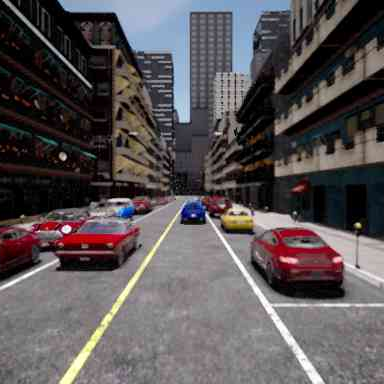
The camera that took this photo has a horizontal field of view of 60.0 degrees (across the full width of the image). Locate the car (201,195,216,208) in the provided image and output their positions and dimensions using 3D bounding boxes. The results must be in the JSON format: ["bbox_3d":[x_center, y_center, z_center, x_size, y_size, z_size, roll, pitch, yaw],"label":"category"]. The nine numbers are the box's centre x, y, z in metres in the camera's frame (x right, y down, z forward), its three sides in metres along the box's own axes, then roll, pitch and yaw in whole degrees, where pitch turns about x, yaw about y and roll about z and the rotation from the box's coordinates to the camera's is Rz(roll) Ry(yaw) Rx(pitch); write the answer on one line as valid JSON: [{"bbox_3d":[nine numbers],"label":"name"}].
[{"bbox_3d":[2.679,1.503,53.993,2.192,1.841,5.009,-1,0,0],"label":"car"}]

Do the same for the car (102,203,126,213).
[{"bbox_3d":[-5.667,1.621,20.408,2.008,1.369,4.403,-1,0,0],"label":"car"}]

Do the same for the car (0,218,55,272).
[{"bbox_3d":[-5.667,1.614,9.205,1.802,1.307,4.206,-1,0,0],"label":"car"}]

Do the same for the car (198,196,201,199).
[{"bbox_3d":[0.102,1.649,45.223,2.128,1.511,4.902,0,0,0],"label":"car"}]

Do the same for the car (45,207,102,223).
[{"bbox_3d":[-5.668,1.491,14.807,1.967,1.590,4.097,-1,0,0],"label":"car"}]

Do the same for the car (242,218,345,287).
[{"bbox_3d":[2.681,1.614,9.175,1.802,1.307,4.206,-1,0,0],"label":"car"}]

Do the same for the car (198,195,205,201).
[{"bbox_3d":[2.681,1.767,93.206,1.967,1.590,4.097,-1,0,0],"label":"car"}]

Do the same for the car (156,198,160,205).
[{"bbox_3d":[-5.706,1.699,42.817,2.008,1.369,4.403,-1,0,0],"label":"car"}]

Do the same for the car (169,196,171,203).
[{"bbox_3d":[-5.698,1.809,65.224,1.802,1.307,4.206,-1,0,0],"label":"car"}]

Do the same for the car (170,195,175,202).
[{"bbox_3d":[-5.697,1.818,76.429,2.008,1.369,4.403,-1,0,0],"label":"car"}]

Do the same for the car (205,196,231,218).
[{"bbox_3d":[2.678,1.424,31.585,2.192,1.841,5.009,-1,0,0],"label":"car"}]

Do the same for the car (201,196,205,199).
[{"bbox_3d":[2.678,1.463,42.789,2.192,1.841,5.009,-1,0,0],"label":"car"}]

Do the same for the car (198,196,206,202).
[{"bbox_3d":[2.683,1.873,87.604,1.947,1.339,4.313,-1,0,0],"label":"car"}]

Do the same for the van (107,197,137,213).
[{"bbox_3d":[-5.669,1.431,26.011,1.690,1.788,3.998,-1,0,0],"label":"van"}]

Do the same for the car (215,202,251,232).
[{"bbox_3d":[2.680,1.597,20.550,1.752,1.417,4.829,-1,0,0],"label":"car"}]

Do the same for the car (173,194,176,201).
[{"bbox_3d":[-5.697,1.858,87.633,2.008,1.369,4.403,-1,0,0],"label":"car"}]

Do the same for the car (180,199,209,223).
[{"bbox_3d":[0.099,1.570,26.694,1.882,1.535,5.008,0,0,0],"label":"car"}]

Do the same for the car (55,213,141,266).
[{"bbox_3d":[-3.090,1.642,11.822,1.895,1.301,4.718,0,0,0],"label":"car"}]

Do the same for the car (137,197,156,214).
[{"bbox_3d":[-5.692,1.444,37.215,2.192,1.841,5.009,-1,0,0],"label":"car"}]

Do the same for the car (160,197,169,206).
[{"bbox_3d":[-5.698,1.790,59.622,1.802,1.307,4.206,-1,0,0],"label":"car"}]

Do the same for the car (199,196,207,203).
[{"bbox_3d":[2.682,1.813,82.172,1.752,1.417,4.829,-1,0,0],"label":"car"}]
